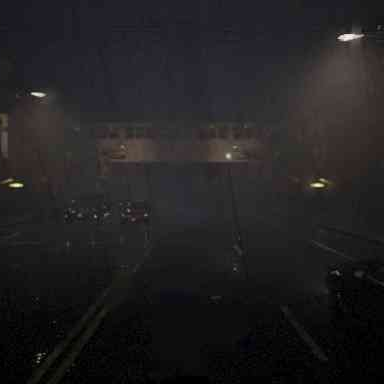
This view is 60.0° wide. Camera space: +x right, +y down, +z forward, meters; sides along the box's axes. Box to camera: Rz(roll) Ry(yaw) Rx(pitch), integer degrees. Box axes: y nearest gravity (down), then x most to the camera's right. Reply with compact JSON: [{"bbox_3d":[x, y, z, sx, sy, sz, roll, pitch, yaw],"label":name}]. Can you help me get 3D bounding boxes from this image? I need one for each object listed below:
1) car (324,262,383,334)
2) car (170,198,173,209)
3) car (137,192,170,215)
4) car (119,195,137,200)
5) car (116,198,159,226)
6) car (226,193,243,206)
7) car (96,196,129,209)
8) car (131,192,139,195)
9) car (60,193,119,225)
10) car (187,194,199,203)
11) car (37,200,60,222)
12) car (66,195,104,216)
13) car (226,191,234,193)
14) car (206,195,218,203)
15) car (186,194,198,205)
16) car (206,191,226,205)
[{"bbox_3d":[3.599,1.525,4.293,2.033,1.411,5.357,0,0,0],"label":"car"},{"bbox_3d":[-3.553,1.143,40.835,2.097,1.767,4.553,0,0,1],"label":"car"},{"bbox_3d":[-3.557,1.191,31.458,2.097,1.767,4.553,0,0,0],"label":"car"},{"bbox_3d":[-7.049,1.333,33.536,1.837,1.490,4.892,0,0,1],"label":"car"},{"bbox_3d":[-3.563,1.409,22.673,1.812,1.442,4.674,0,0,1],"label":"car"},{"bbox_3d":[6.720,1.320,53.563,1.895,1.301,4.718,0,0,0],"label":"car"},{"bbox_3d":[-10.009,1.264,42.332,2.231,1.521,4.892,0,0,10],"label":"car"},{"bbox_3d":[-7.039,1.132,43.266,2.097,1.767,4.553,0,0,1],"label":"car"},{"bbox_3d":[-7.068,1.100,23.612,2.150,2.045,5.566,0,0,-1],"label":"car"},{"bbox_3d":[0.123,1.178,61.073,2.128,1.511,4.902,0,0,0],"label":"car"},{"bbox_3d":[-9.903,1.351,25.132,2.097,1.535,5.008,0,0,0],"label":"car"},{"bbox_3d":[-10.043,1.192,31.556,2.185,1.767,4.553,0,0,0],"label":"car"},{"bbox_3d":[6.674,0.916,60.957,2.435,2.045,5.566,0,0,0],"label":"car"},{"bbox_3d":[3.623,1.251,61.067,1.994,1.385,4.181,0,0,0],"label":"car"},{"bbox_3d":[0.043,1.339,51.105,1.895,1.301,4.718,0,0,1],"label":"car"},{"bbox_3d":[3.538,0.961,50.685,2.150,2.045,5.566,0,0,1],"label":"car"}]
